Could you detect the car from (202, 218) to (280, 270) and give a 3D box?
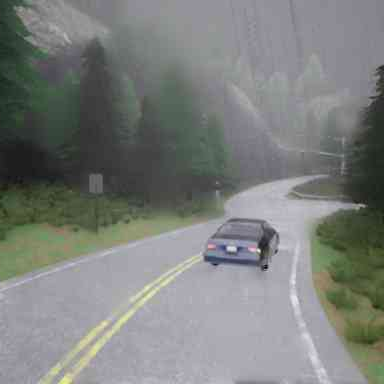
[{"bbox_3d":[1.908,1.617,11.506,2.033,1.411,5.357,2,0,19],"label":"car"}]

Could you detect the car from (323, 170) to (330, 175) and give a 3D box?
[{"bbox_3d":[32.345,-4.740,76.050,4.902,1.511,2.128,-6,6,-16],"label":"car"}]
